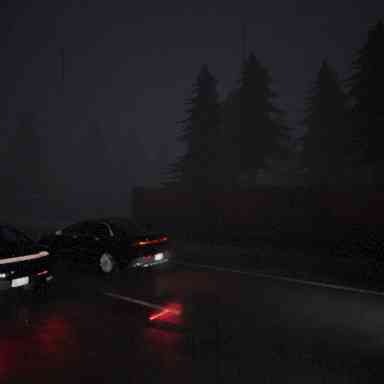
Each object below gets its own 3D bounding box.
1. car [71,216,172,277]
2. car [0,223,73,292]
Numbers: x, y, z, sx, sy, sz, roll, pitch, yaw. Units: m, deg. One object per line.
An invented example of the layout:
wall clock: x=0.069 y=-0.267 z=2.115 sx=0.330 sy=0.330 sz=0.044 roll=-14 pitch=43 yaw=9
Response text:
car: x=-2.862 y=1.510 z=10.334 sx=4.892 sy=1.490 sz=1.837 roll=0 pitch=0 yaw=36
car: x=-5.239 y=1.498 z=7.733 sx=4.902 sy=1.511 sz=2.128 roll=0 pitch=0 yaw=36
